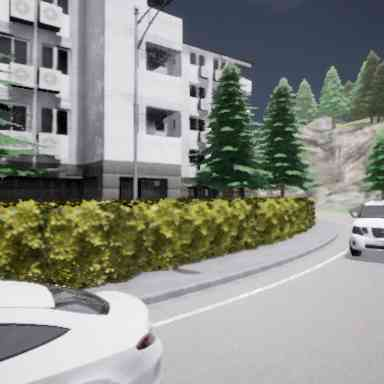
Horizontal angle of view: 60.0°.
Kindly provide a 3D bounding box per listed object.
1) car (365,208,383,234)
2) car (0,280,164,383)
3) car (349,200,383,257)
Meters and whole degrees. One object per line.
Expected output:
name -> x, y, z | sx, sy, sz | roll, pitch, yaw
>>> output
car -> 12.483, 1.802, 21.373 | 1.994, 1.385, 4.181 | 0, -1, 22
car -> -2.393, 1.536, 2.501 | 4.674, 1.442, 1.812 | 1, -1, -39
car -> 7.755, 1.371, 13.195 | 2.150, 2.045, 5.566 | 0, -1, 32
